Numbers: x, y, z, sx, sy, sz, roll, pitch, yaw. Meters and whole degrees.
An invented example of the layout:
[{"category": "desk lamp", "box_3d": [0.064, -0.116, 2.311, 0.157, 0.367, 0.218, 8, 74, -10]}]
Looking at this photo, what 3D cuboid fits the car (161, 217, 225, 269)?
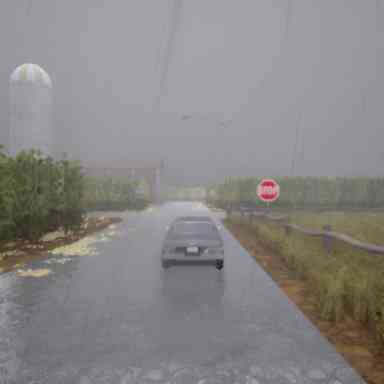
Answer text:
[{"category": "car", "box_3d": [0.041, 1.529, 11.092, 2.033, 1.411, 5.357, 0, 0, 1]}]
